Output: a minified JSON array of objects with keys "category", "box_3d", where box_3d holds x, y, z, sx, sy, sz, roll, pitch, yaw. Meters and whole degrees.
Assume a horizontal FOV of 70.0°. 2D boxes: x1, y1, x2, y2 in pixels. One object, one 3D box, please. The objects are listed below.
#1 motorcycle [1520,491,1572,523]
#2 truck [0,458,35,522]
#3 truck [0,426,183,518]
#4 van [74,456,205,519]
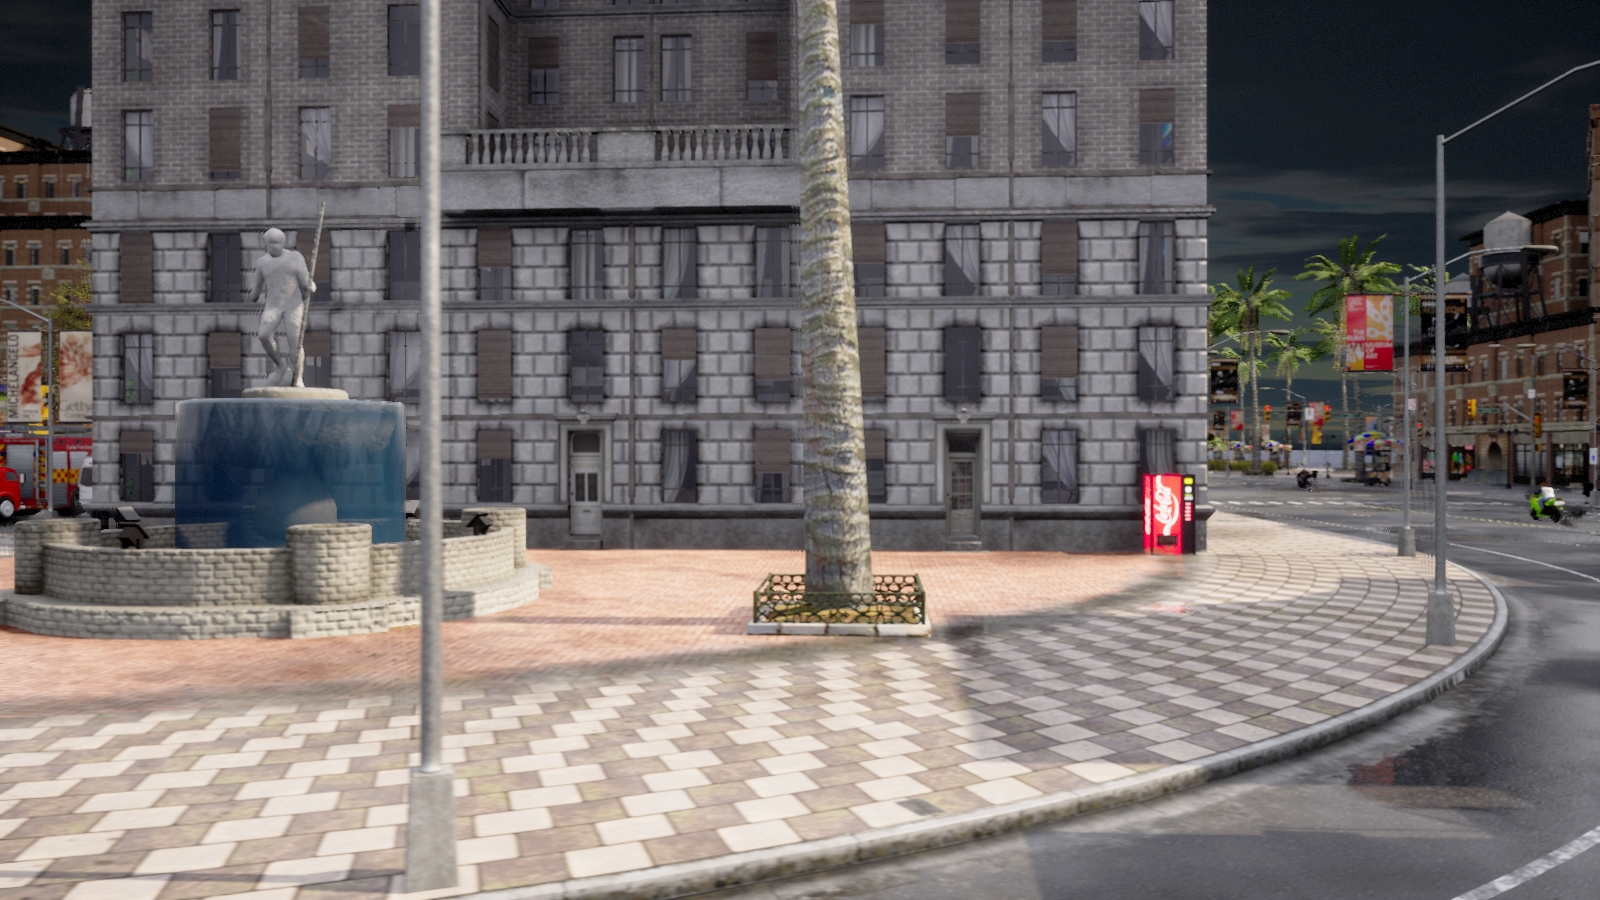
[{"category":"motorcycle","box_3d":[28.814,2.192,44.149,0.803,1.145,2.033,0,0,5]},{"category":"truck","box_3d":[-32.587,1.577,43.929,2.627,2.467,5.204,0,0,4]},{"category":"truck","box_3d":[-31.852,0.899,51.710,2.891,3.827,8.468,0,0,4]},{"category":"van","box_3d":[-28.656,1.541,49.869,1.988,2.561,5.915,0,0,4]}]
